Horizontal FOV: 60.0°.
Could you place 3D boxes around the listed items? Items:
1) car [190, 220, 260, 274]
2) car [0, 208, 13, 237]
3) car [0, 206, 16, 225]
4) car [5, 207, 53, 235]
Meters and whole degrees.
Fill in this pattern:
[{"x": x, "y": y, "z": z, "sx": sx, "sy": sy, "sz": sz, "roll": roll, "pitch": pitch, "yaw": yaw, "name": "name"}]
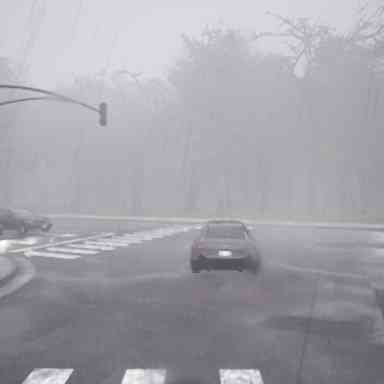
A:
[{"x": 1.065, "y": 1.608, "z": 10.824, "sx": 1.994, "sy": 1.385, "sz": 4.181, "roll": 0, "pitch": 0, "yaw": 5, "name": "car"}, {"x": -11.261, "y": 1.637, "z": 16.284, "sx": 4.181, "sy": 1.385, "sz": 1.994, "roll": 0, "pitch": -1, "yaw": 23, "name": "car"}, {"x": -16.101, "y": 1.752, "z": 25.692, "sx": 4.718, "sy": 1.301, "sz": 1.895, "roll": 0, "pitch": -1, "yaw": 23, "name": "car"}, {"x": -10.320, "y": 1.626, "z": 19.415, "sx": 4.674, "sy": 1.442, "sz": 1.812, "roll": 0, "pitch": -1, "yaw": 23, "name": "car"}]
